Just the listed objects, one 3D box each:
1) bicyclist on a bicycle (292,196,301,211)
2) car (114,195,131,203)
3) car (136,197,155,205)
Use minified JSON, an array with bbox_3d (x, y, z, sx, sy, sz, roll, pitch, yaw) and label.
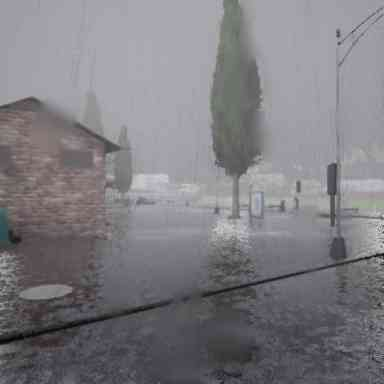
[{"bbox_3d":[11.786,1.315,37.608,1.656,1.620,0.582,0,0,-36],"label":"bicyclist on a bicycle"},{"bbox_3d":[-13.917,1.322,66.360,2.097,1.767,4.553,0,0,-36],"label":"car"},{"bbox_3d":[-8.179,1.534,58.323,1.994,1.385,4.181,0,0,-35],"label":"car"}]
